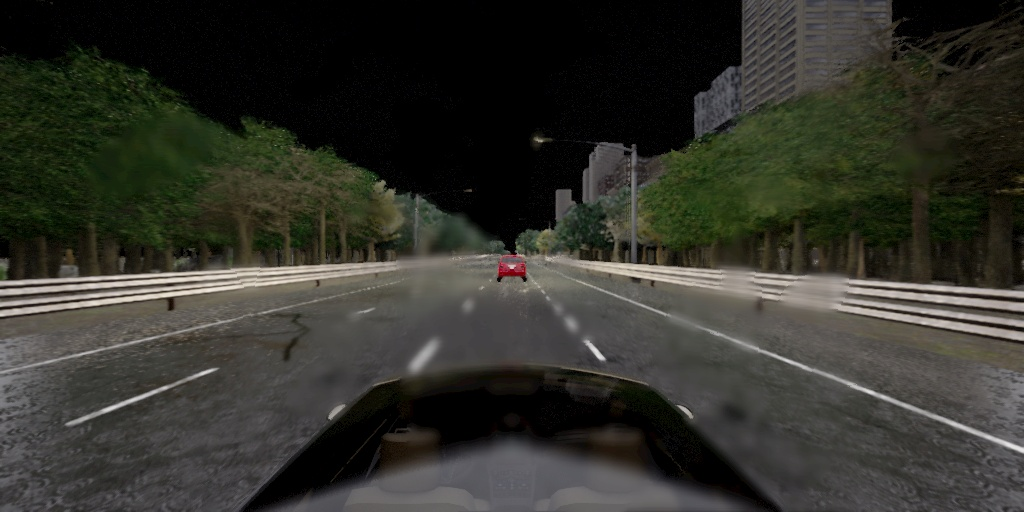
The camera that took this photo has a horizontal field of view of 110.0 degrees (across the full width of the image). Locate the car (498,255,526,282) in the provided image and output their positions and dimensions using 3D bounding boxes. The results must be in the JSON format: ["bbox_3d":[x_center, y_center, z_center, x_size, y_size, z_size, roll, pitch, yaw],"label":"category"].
[{"bbox_3d":[-0.001,0.969,29.550,2.150,2.045,5.566,0,0,0],"label":"car"}]
